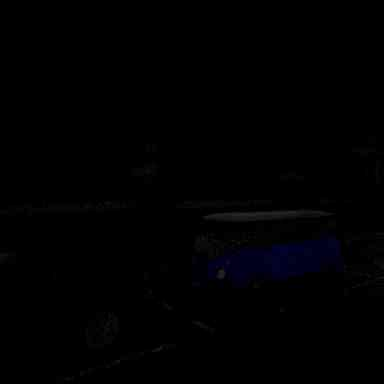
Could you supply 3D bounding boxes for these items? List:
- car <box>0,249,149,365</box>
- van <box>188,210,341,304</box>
[{"bbox_3d":[-2.782,1.545,4.549,4.507,1.381,1.887,0,0,-36],"label":"car"},{"bbox_3d":[1.814,1.340,7.848,3.998,1.788,1.690,0,0,-36],"label":"van"}]
